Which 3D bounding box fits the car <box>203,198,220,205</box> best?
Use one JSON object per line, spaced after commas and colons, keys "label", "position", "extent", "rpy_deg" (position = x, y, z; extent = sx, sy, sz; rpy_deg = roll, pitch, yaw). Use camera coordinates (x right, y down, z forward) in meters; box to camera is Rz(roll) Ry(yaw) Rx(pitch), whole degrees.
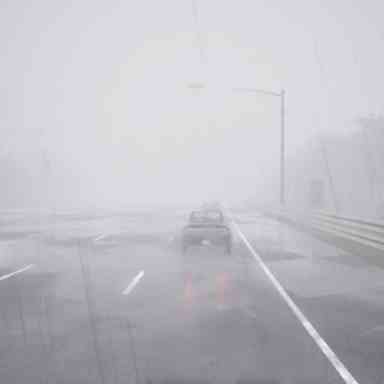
{"label": "car", "position": [2.089, 1.624, 35.449], "extent": [1.895, 1.301, 4.718], "rpy_deg": [0, 0, 4]}

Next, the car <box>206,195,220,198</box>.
{"label": "car", "position": [3.905, 1.656, 58.047], "extent": [2.033, 1.411, 5.357], "rpy_deg": [0, 0, 5]}

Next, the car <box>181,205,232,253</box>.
{"label": "car", "position": [0.624, 1.495, 13.696], "extent": [2.128, 1.511, 4.902], "rpy_deg": [0, 0, 3]}
